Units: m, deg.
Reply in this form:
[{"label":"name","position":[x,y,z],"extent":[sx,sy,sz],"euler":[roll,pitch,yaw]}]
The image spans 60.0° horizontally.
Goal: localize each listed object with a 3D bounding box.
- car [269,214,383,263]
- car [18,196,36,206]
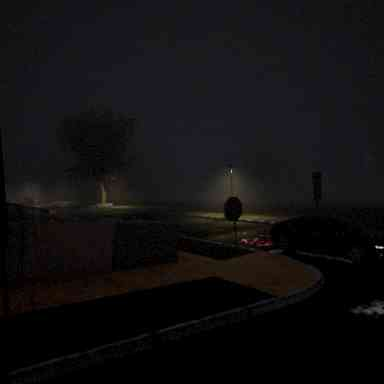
[{"label":"car","position":[5.246,1.651,12.750],"extent":[1.837,1.490,4.892],"euler":[-5,3,-38]},{"label":"car","position":[-27.129,1.491,54.629],"extent":[1.882,1.535,5.008],"euler":[-4,3,-38]}]
